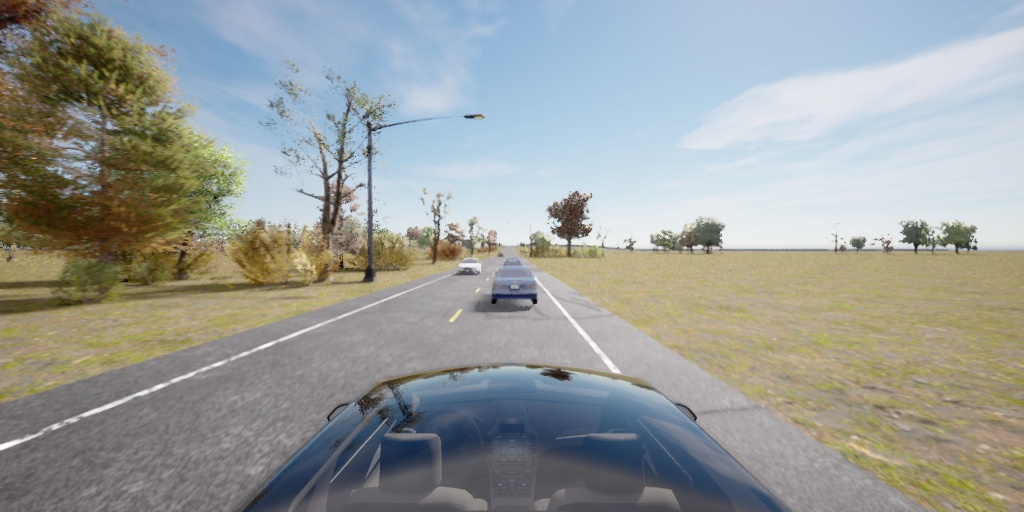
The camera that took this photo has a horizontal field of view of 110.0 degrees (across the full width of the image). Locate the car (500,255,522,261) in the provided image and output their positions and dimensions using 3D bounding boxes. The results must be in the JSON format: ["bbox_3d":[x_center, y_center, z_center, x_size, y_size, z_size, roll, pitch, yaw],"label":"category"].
[{"bbox_3d":[0.093,0.886,32.911,1.994,1.385,4.181,0,1,0],"label":"car"}]

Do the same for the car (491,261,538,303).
[{"bbox_3d":[0.098,1.113,15.255,2.033,1.411,5.357,0,1,0],"label":"car"}]

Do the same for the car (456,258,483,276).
[{"bbox_3d":[-3.593,0.872,31.164,1.812,1.442,4.674,0,1,0],"label":"car"}]
